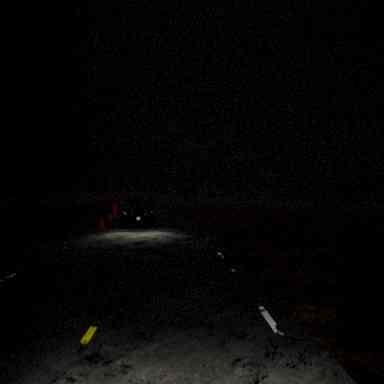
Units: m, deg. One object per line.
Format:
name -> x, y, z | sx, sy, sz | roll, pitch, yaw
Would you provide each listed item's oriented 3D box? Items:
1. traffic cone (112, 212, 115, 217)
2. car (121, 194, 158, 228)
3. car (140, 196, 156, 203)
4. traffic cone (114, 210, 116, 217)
traffic cone -> -6.294, 1.959, 25.607 | 0.340, 0.580, 0.340 | 0, 0, -9
car -> -3.615, 1.216, 22.905 | 2.150, 2.045, 5.566 | 0, 1, -8
car -> -10.171, 1.780, 77.199 | 1.837, 1.490, 4.892 | 0, -1, 14
traffic cone -> -7.114, 1.963, 30.465 | 0.340, 0.580, 0.340 | 0, 0, -10
